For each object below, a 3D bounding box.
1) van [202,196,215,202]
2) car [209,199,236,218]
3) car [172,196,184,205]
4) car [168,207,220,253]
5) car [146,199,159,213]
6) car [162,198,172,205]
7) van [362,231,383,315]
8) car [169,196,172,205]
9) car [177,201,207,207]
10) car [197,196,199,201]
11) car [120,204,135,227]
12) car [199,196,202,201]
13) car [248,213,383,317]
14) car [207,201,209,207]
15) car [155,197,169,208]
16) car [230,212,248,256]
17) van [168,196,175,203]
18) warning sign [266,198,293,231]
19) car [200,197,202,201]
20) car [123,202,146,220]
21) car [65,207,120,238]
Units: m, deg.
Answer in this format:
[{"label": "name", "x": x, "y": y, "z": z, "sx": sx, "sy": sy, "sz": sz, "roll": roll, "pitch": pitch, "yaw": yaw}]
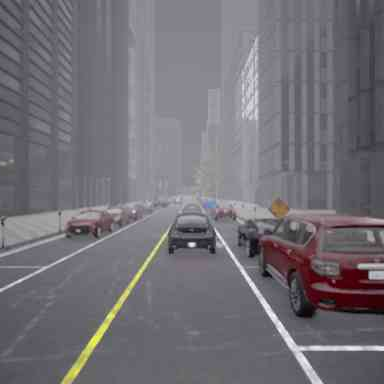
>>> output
[{"label": "van", "x": 2.854, "y": 1.770, "z": 52.632, "sx": 1.690, "sy": 1.788, "sz": 3.998, "roll": 0, "pitch": 0, "yaw": 0}, {"label": "car", "x": 2.856, "y": 1.694, "z": 30.072, "sx": 1.967, "sy": 1.590, "sz": 4.097, "roll": 0, "pitch": 0, "yaw": 0}, {"label": "car", "x": -3.008, "y": 2.071, "z": 70.997, "sx": 1.812, "sy": 1.442, "sz": 4.674, "roll": 0, "pitch": 0, "yaw": 0}, {"label": "car", "x": 0.003, "y": 1.631, "z": 14.299, "sx": 1.837, "sy": 1.490, "sz": 4.892, "roll": 0, "pitch": 0, "yaw": 0}, {"label": "car", "x": -5.671, "y": 1.896, "z": 41.373, "sx": 2.008, "sy": 1.369, "sz": 4.403, "roll": 0, "pitch": 0, "yaw": 0}, {"label": "car", "x": -5.675, "y": 2.096, "z": 75.000, "sx": 1.752, "sy": 1.417, "sz": 4.829, "roll": 0, "pitch": 0, "yaw": 1}, {"label": "van", "x": 2.858, "y": 1.360, "z": 1.873, "sx": 1.690, "sy": 1.788, "sz": 3.998, "roll": 0, "pitch": 0, "yaw": 0}, {"label": "car", "x": -5.673, "y": 1.818, "z": 63.934, "sx": 2.192, "sy": 1.841, "sz": 5.009, "roll": 0, "pitch": 0, "yaw": 0}, {"label": "car", "x": -0.002, "y": 1.793, "z": 28.991, "sx": 2.033, "sy": 1.411, "sz": 5.357, "roll": 0, "pitch": 0, "yaw": 0}, {"label": "car", "x": 2.849, "y": 2.085, "z": 86.472, "sx": 1.967, "sy": 1.590, "sz": 4.097, "roll": 0, "pitch": 0, "yaw": 0}, {"label": "car", "x": -5.670, "y": 1.789, "z": 24.455, "sx": 1.802, "sy": 1.307, "sz": 4.206, "roll": 0, "pitch": 0, "yaw": 0}, {"label": "car", "x": 2.859, "y": 2.064, "z": 69.756, "sx": 1.752, "sy": 1.417, "sz": 4.829, "roll": 0, "pitch": 0, "yaw": 1}, {"label": "car", "x": 2.858, "y": 1.383, "z": 7.514, "sx": 2.192, "sy": 1.841, "sz": 5.009, "roll": 0, "pitch": 0, "yaw": 0}, {"label": "car", "x": 2.855, "y": 1.882, "z": 35.712, "sx": 1.802, "sy": 1.307, "sz": 4.206, "roll": 0, "pitch": 0, "yaw": 0}, {"label": "car", "x": -5.672, "y": 1.781, "z": 58.293, "sx": 2.192, "sy": 1.841, "sz": 5.009, "roll": 0, "pitch": 0, "yaw": 0}, {"label": "car", "x": 2.857, "y": 1.680, "z": 13.152, "sx": 1.947, "sy": 1.339, "sz": 4.313, "roll": 0, "pitch": 0, "yaw": 0}, {"label": "van", "x": -5.676, "y": 2.026, "z": 92.125, "sx": 1.690, "sy": 1.788, "sz": 3.998, "roll": 0, "pitch": 0, "yaw": 0}, {"label": "warning sign", "x": 5.065, "y": 1.281, "z": 19.420, "sx": 1.300, "sy": 1.860, "sz": 1.060, "roll": 0, "pitch": -1, "yaw": 0}, {"label": "car", "x": 2.854, "y": 1.993, "z": 58.443, "sx": 1.752, "sy": 1.417, "sz": 4.829, "roll": 0, "pitch": 0, "yaw": 0}, {"label": "car", "x": -5.670, "y": 1.694, "z": 30.096, "sx": 1.967, "sy": 1.590, "sz": 4.097, "roll": 0, "pitch": 0, "yaw": 0}, {"label": "car", "x": -5.669, "y": 1.705, "z": 18.817, "sx": 1.887, "sy": 1.381, "sz": 4.507, "roll": 0, "pitch": 0, "yaw": 0}]
